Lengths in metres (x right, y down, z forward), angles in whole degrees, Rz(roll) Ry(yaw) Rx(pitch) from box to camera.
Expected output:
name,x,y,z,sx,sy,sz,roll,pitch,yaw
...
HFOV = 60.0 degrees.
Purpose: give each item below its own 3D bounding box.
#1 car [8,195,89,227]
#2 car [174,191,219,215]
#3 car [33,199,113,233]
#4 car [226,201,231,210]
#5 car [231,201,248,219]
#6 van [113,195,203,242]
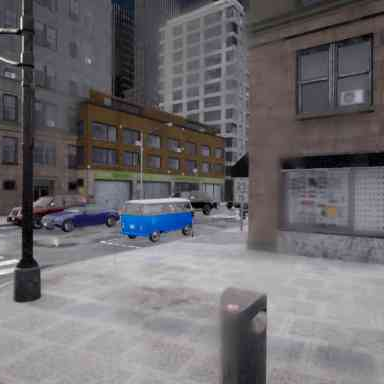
name,x,y,z,sx,sy,sz,roll,pitch,yaw
car,-8.399,1.123,20.372,2.192,1.841,5.009,1,1,35
car,-0.405,0.924,27.082,2.150,2.045,5.566,0,1,35
car,-6.177,1.351,18.926,1.812,1.442,4.674,0,1,35
car,5.458,1.178,35.369,1.895,1.301,4.718,1,1,36
car,5.036,1.280,24.614,2.008,1.369,4.403,1,1,35
van,-1.439,1.208,15.451,1.690,1.788,3.998,1,1,35
